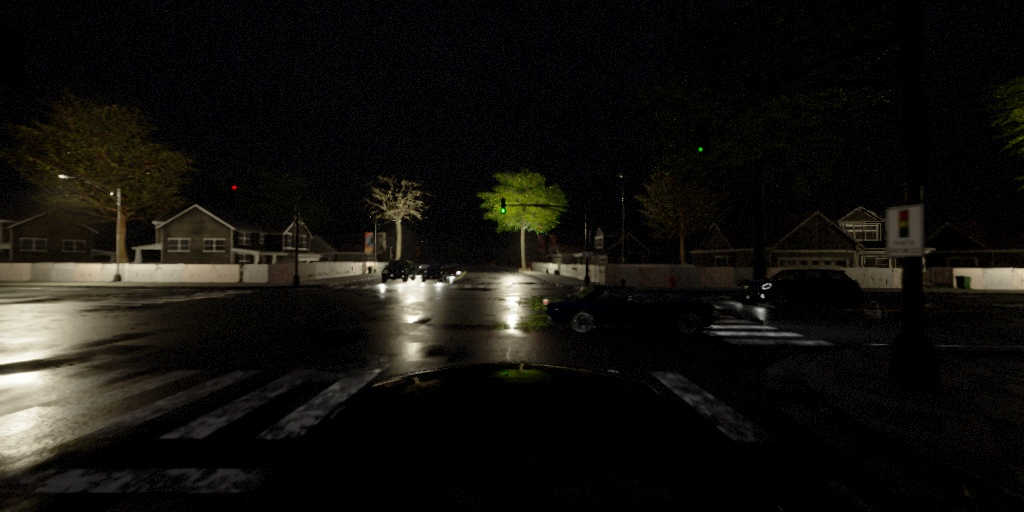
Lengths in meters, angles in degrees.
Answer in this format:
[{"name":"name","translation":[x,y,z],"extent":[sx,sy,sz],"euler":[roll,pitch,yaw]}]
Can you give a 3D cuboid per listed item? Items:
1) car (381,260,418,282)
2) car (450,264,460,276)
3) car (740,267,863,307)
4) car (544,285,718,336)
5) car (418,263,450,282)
[{"name":"car","translation":[-10.667,1.391,34.168],"extent":[2.150,2.045,5.566],"euler":[0,-1,-3]},{"name":"car","translation":[-8.285,1.891,46.676],"extent":[1.994,1.385,4.181],"euler":[0,0,-5]},{"name":"car","translation":[13.331,1.375,16.772],"extent":[4.553,1.767,2.097],"euler":[0,-1,3]},{"name":"car","translation":[3.335,1.513,10.623],"extent":[4.718,1.301,1.895],"euler":[0,-1,3]},{"name":"car","translation":[-7.444,1.685,34.698],"extent":[1.837,1.490,4.892],"euler":[0,-1,-3]}]
